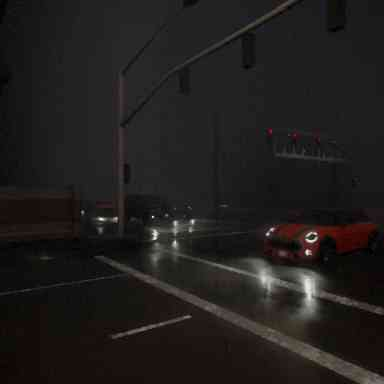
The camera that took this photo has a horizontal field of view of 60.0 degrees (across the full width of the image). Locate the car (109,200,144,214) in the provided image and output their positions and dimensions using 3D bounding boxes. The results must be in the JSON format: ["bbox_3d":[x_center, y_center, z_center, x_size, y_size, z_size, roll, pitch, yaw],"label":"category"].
[{"bbox_3d":[-7.144,1.601,35.894,1.895,1.301,4.718,0,0,-36],"label":"car"}]

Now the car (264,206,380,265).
[{"bbox_3d":[4.638,1.352,11.746,4.553,1.767,2.097,0,0,-36],"label":"car"}]

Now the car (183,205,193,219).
[{"bbox_3d":[-1.901,1.352,28.595,2.097,1.767,4.553,0,0,-36],"label":"car"}]

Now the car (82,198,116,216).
[{"bbox_3d":[-9.078,1.478,32.588,1.882,1.535,5.008,0,0,-36],"label":"car"}]

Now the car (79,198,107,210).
[{"bbox_3d":[-13.348,1.547,44.545,2.033,1.411,5.357,0,0,-36],"label":"car"}]

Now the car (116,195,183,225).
[{"bbox_3d":[-3.316,1.222,24.563,2.150,2.045,5.566,0,0,-36],"label":"car"}]
